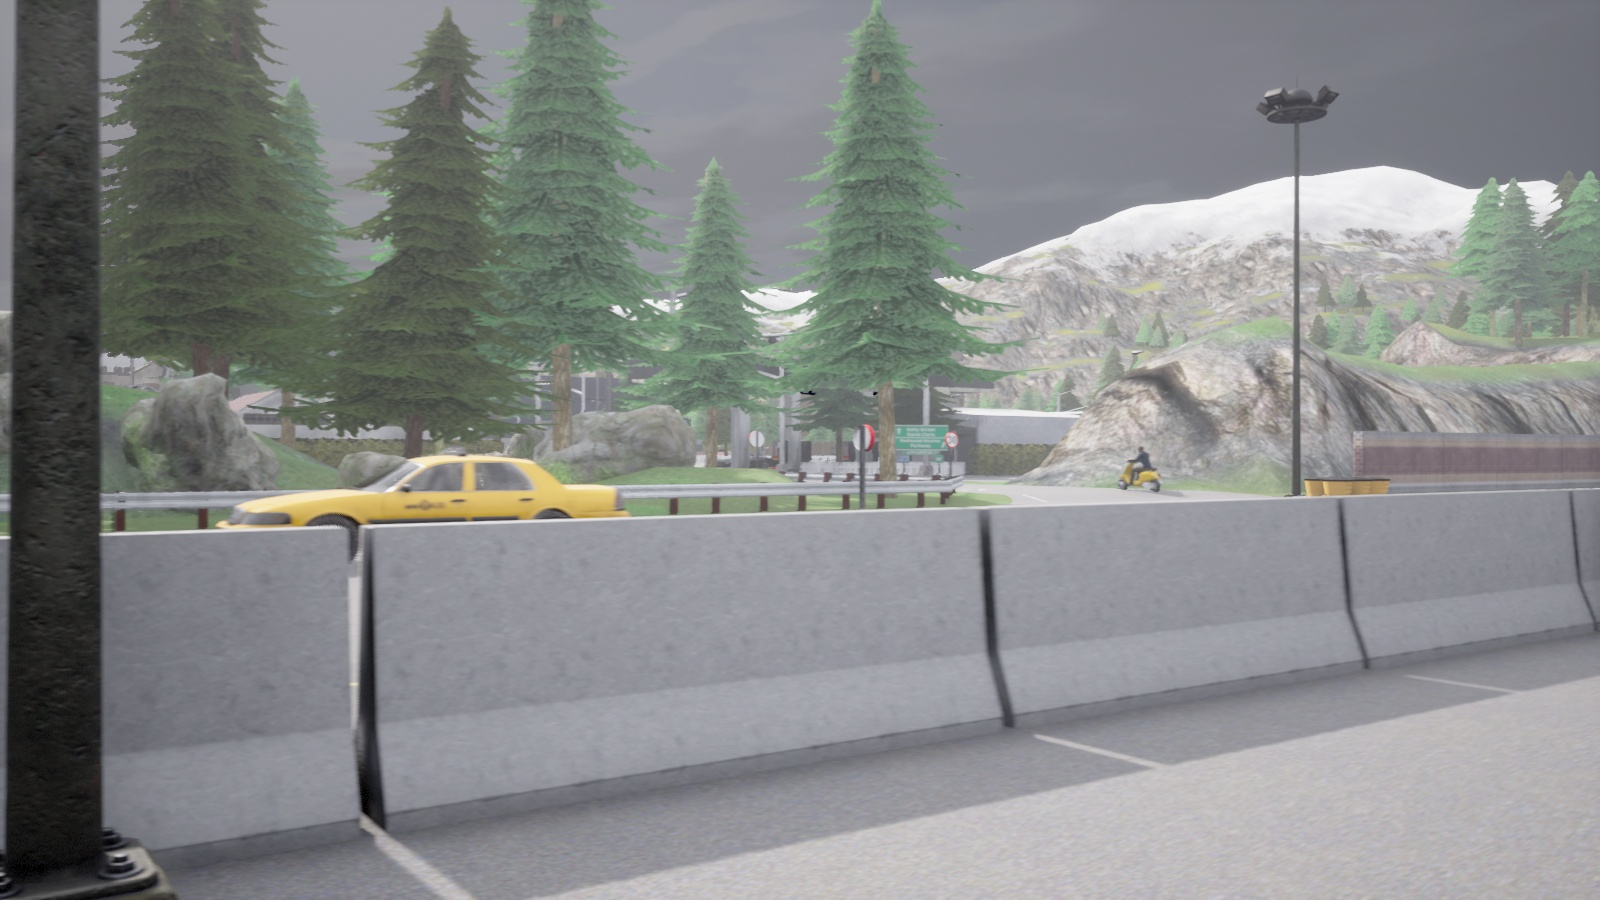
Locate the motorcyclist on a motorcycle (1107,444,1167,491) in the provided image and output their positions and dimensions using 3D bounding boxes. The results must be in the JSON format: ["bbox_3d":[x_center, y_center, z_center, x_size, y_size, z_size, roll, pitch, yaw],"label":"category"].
[{"bbox_3d":[11.582,0.591,43.231,0.866,1.590,1.817,0,1,-39],"label":"motorcyclist on a motorcycle"}]

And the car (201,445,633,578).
[{"bbox_3d":[-5.098,0.737,17.167,5.366,1.575,1.801,0,0,-35],"label":"car"}]
